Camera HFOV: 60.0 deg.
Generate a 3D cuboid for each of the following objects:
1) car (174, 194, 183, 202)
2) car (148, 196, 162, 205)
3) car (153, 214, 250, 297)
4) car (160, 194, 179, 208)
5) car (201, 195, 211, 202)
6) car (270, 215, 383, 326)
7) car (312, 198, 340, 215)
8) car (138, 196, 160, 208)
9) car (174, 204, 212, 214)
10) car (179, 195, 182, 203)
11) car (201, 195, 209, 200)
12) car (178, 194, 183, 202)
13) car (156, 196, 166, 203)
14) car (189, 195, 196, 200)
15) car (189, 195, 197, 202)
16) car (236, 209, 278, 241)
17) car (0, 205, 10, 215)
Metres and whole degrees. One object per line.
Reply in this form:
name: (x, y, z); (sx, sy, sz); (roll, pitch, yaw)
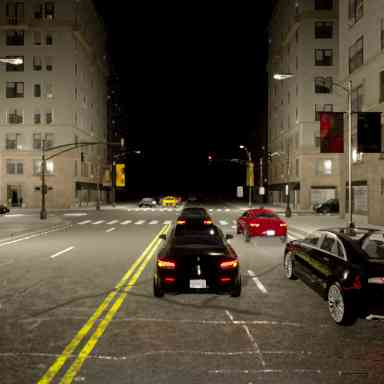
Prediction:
car: (-3.127, 1.350, 78.165); (2.097, 1.767, 4.553); (0, 0, 0)
car: (-6.487, 1.522, 58.864); (1.837, 1.490, 4.892); (0, 0, 0)
car: (0.109, 1.527, 8.425); (1.812, 1.442, 4.674); (0, 0, 0)
car: (-3.277, 1.493, 49.414); (1.882, 1.535, 5.008); (0, 0, -1)
car: (3.373, 1.553, 78.062); (2.033, 1.411, 5.357); (0, 0, 0)
car: (3.348, 1.492, 7.027); (2.128, 1.511, 4.902); (0, 0, 1)
car: (14.814, 1.409, 34.384); (4.553, 1.767, 2.097); (0, 0, 1)
car: (-6.492, 1.563, 49.125); (2.033, 1.411, 5.357); (0, 0, 4)
car: (0.125, 1.529, 17.334); (1.812, 1.442, 4.674); (0, 0, 0)
car: (-3.237, 1.618, 58.752); (1.895, 1.301, 4.718); (0, 0, 0)
car: (3.389, 1.437, 88.482); (1.994, 1.385, 4.181); (0, 0, 0)
car: (-3.154, 1.370, 68.204); (2.097, 1.767, 4.553); (0, 0, 0)
car: (-6.392, 1.544, 69.016); (1.812, 1.442, 4.674); (0, 0, 0)
car: (0.139, 1.437, 88.487); (1.994, 1.385, 4.181); (0, 0, 0)
car: (0.124, 1.609, 78.514); (1.895, 1.301, 4.718); (0, 0, 0)
car: (3.273, 1.528, 16.122); (1.812, 1.442, 4.674); (0, 0, 0)
car: (-19.708, 1.547, 31.626); (4.181, 1.385, 1.994); (0, 0, 1)
